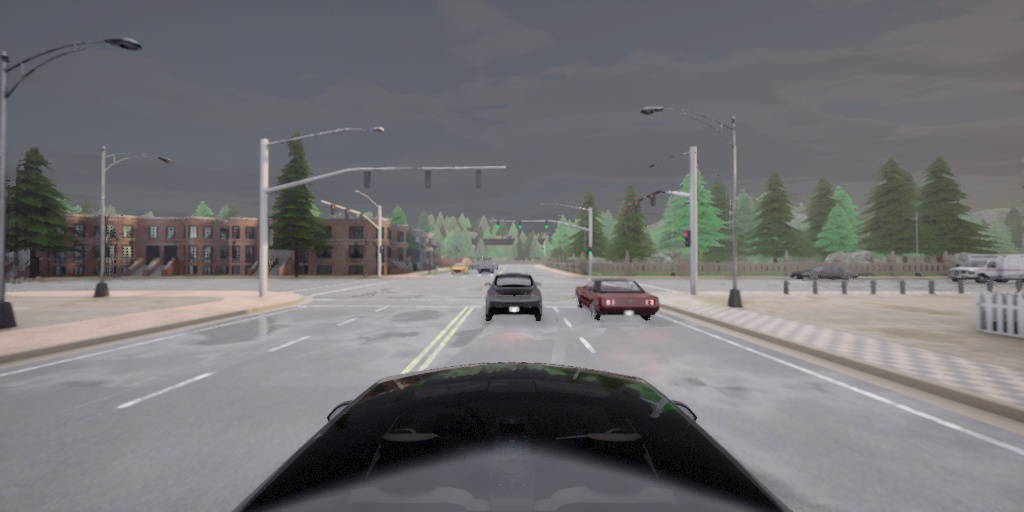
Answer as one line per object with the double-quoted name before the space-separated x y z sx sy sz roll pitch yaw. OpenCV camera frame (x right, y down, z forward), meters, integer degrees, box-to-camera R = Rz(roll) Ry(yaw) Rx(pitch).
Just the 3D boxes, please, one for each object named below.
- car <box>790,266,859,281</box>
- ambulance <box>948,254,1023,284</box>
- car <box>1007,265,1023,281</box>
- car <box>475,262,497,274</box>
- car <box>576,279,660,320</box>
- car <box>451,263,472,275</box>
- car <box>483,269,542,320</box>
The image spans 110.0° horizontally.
"car" 29.667 1.649 34.127 5.357 1.411 2.033 0 -1 0
"ambulance" 41.250 1.091 30.524 6.366 2.431 2.351 0 -1 0
"car" 50.704 1.618 34.014 4.892 1.490 1.837 0 -1 0
"car" -3.569 1.629 50.052 2.097 1.767 4.553 0 -1 0
"car" 3.588 1.475 13.175 1.895 1.301 4.718 0 -1 0
"car" -7.073 1.739 48.874 1.882 1.535 5.008 0 -1 0
"car" 0.041 1.379 13.142 1.837 1.490 4.892 0 -1 -1
